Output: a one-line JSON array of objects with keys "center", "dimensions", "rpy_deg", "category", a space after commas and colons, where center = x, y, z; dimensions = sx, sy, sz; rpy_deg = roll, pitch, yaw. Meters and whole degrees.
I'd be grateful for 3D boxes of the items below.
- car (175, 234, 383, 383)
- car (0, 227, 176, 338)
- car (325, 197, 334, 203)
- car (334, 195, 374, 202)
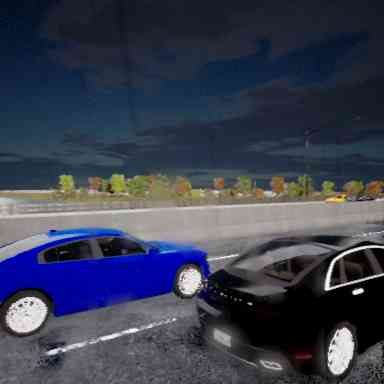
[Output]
[{"center": [2.334, 1.458, 5.391], "dimensions": [4.892, 1.490, 1.837], "rpy_deg": [-1, 1, -35], "category": "car"}, {"center": [-1.902, 1.454, 6.677], "dimensions": [5.008, 1.535, 1.882], "rpy_deg": [-1, 1, -35], "category": "car"}, {"center": [19.227, 1.107, 42.842], "dimensions": [5.008, 1.535, 1.882], "rpy_deg": [0, 0, -34], "category": "car"}, {"center": [19.163, 1.142, 38.586], "dimensions": [4.902, 1.511, 2.128], "rpy_deg": [-1, 0, -34], "category": "car"}]
